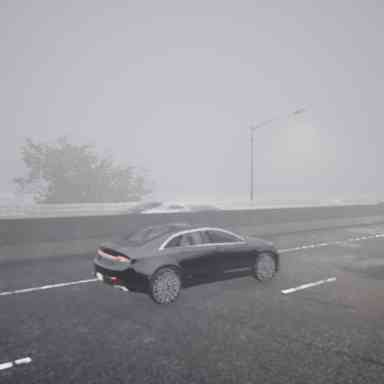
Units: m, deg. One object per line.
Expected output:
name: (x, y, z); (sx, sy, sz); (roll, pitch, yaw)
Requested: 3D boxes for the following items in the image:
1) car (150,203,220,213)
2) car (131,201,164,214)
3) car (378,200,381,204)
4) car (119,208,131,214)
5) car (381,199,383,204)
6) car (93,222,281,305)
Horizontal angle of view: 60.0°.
car: (0.304, 1.566, 21.404); (5.357, 1.411, 2.033); (0, 0, -35)
car: (-1.737, 1.544, 24.246); (4.674, 1.442, 1.812); (0, 0, -35)
car: (30.830, 1.541, 51.692); (5.008, 1.535, 1.882); (0, 0, -35)
car: (-3.548, 1.524, 27.252); (4.892, 1.490, 1.837); (0, 0, -35)
car: (7.838, 1.239, 9.334); (5.566, 2.045, 2.150); (0, 0, -35)
car: (0.117, 1.499, 8.133); (4.902, 1.511, 2.128); (0, 0, -35)
